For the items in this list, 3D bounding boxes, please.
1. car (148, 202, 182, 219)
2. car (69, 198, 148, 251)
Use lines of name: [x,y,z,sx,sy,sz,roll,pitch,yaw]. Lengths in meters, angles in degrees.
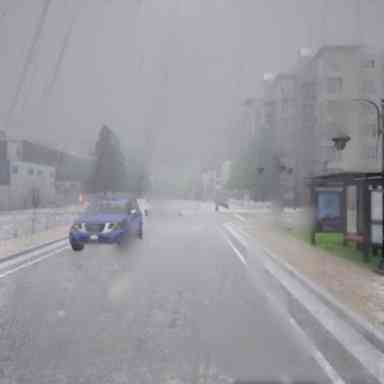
car: [-2.722,1.700,30.925,1.812,1.442,4.674,1,-1,-37]
car: [-3.559,1.309,14.898,2.150,2.045,5.566,0,0,0]
